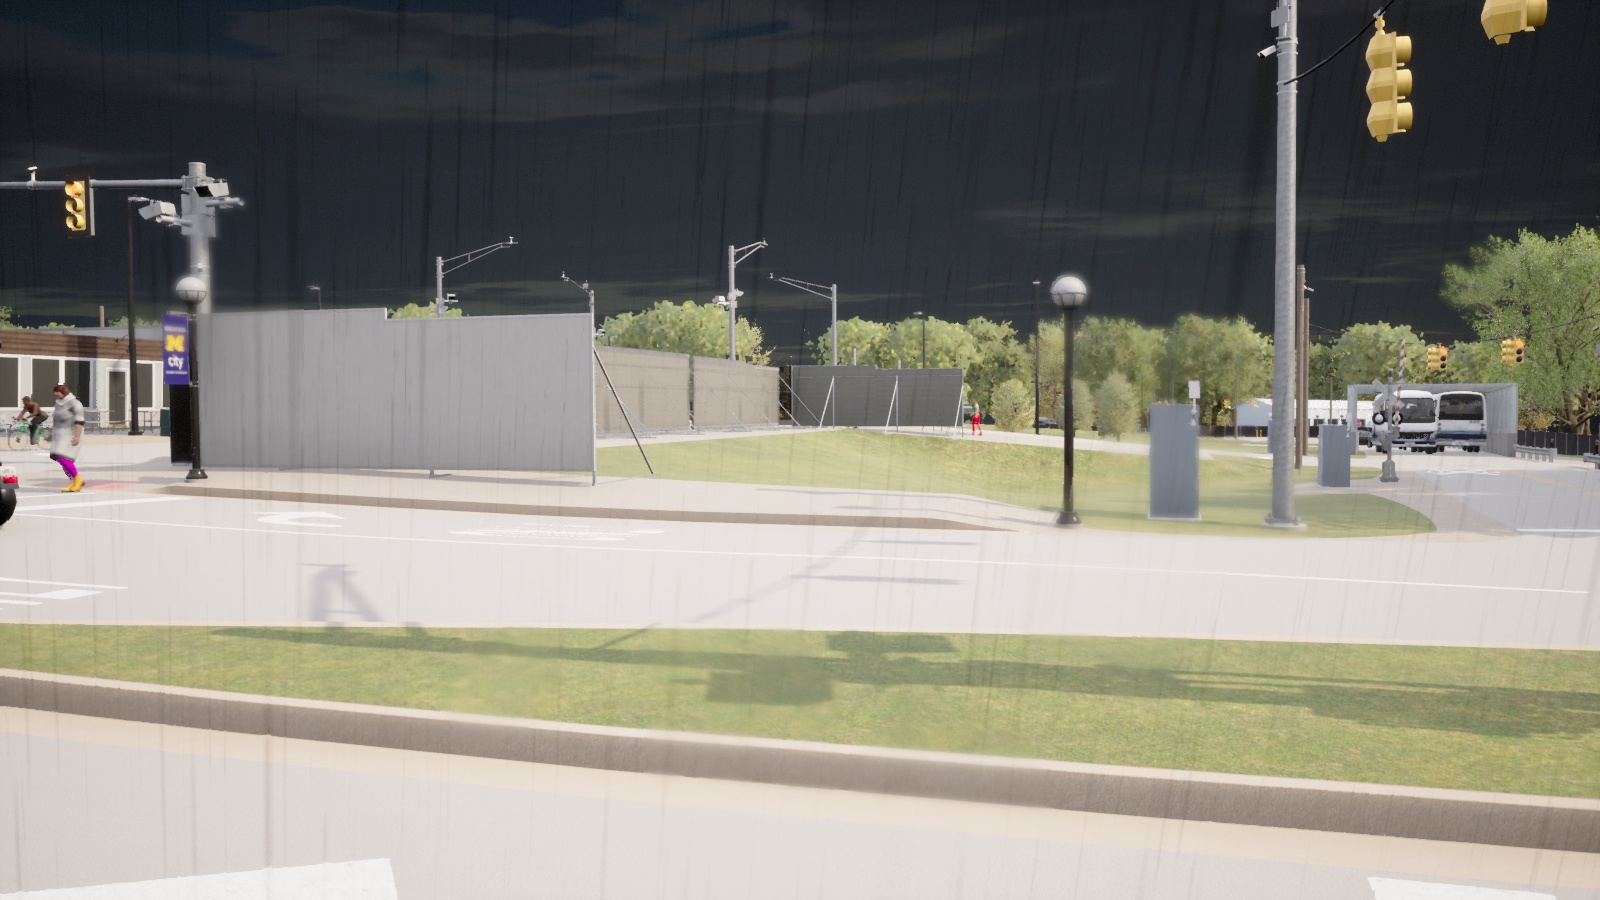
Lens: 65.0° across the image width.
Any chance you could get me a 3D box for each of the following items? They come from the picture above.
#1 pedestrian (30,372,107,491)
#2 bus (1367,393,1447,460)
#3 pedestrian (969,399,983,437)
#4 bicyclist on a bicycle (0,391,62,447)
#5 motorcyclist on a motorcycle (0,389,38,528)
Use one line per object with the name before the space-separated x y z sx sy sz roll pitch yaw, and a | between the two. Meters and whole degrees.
pedestrian | -12.326 -0.324 21.170 0.659 1.952 0.873 1 3 28
bus | 41.112 -1.581 85.464 3.944 4.253 10.273 1 1 21
pedestrian | 8.571 -1.564 61.171 0.594 1.836 0.345 1 3 18
bicyclist on a bicycle | -22.841 -0.933 37.272 0.582 1.620 1.656 1 2 16
motorcyclist on a motorcycle | -10.607 0.053 15.366 2.350 1.649 0.766 2 2 15
